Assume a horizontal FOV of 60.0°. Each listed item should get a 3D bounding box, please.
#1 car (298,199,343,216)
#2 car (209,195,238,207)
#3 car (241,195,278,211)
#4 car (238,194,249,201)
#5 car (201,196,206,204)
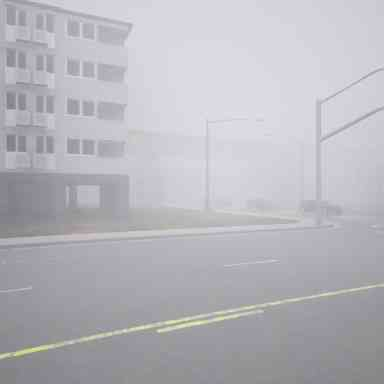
[{"bbox_3d":[12.834,1.505,33.440,1.837,1.490,4.892,0,0,-25],"label":"car"},{"bbox_3d":[4.676,1.505,51.310,1.837,1.490,4.892,0,0,-21],"label":"car"},{"bbox_3d":[8.803,1.491,42.015,2.128,1.511,4.902,0,0,-25],"label":"car"},{"bbox_3d":[11.407,1.540,75.339,2.033,1.411,5.357,0,0,41],"label":"car"},{"bbox_3d":[2.728,1.505,61.448,1.837,1.490,4.892,0,0,3],"label":"car"}]
